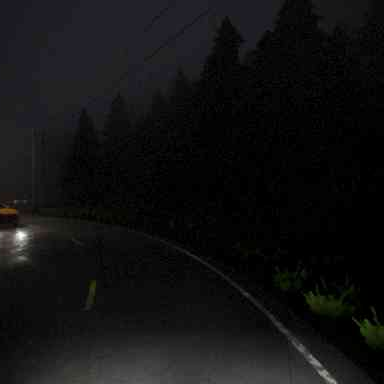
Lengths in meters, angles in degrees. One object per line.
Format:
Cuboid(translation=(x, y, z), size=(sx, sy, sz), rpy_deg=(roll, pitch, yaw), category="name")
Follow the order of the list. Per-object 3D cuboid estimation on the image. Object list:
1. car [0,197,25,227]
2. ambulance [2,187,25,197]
Cuboid(translation=(-12.090, 1.234, 19.723), size=(5.008, 1.535, 1.882), rpy_deg=(0, 1, 38), category="car")
Cuboid(translation=(-31.911, 0.291, 59.553), size=(6.366, 2.431, 2.351), rpy_deg=(1, 1, 44), category="ambulance")
